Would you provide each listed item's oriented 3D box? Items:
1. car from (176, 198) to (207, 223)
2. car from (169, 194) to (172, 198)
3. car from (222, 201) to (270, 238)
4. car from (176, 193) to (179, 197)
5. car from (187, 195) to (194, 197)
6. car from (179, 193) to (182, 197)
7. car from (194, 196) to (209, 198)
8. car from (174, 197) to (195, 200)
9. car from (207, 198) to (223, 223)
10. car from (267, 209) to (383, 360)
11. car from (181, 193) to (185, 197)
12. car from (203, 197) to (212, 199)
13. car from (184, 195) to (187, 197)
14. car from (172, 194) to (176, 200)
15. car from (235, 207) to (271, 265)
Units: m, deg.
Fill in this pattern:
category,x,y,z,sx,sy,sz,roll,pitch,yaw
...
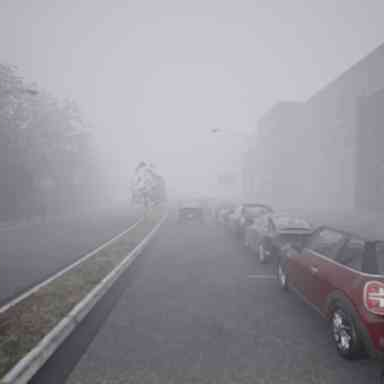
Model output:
category,x,y,z,sx,sy,sz,roll,pitch,yaw
car,-0.130,1.494,25.617,1.882,1.535,5.008,0,0,-2
car,-3.962,1.375,89.293,2.231,1.521,4.892,0,0,-11
car,3.057,1.372,17.237,2.185,1.767,4.553,1,0,0
car,-2.013,1.425,78.510,1.946,1.575,5.366,0,0,-9
car,0.859,1.483,56.249,2.231,1.521,4.892,0,0,-5
car,-1.167,1.445,73.010,1.946,1.575,5.366,0,0,-8
car,1.848,1.369,45.147,2.185,1.767,4.553,0,0,-4
car,-0.991,1.610,42.823,1.895,1.301,4.718,0,0,-4
car,2.768,1.531,28.541,2.163,1.488,4.792,0,0,-2
car,3.052,1.363,6.138,2.185,1.767,4.553,0,0,0
car,-0.395,1.463,67.308,2.097,1.535,5.008,0,0,-7
car,2.527,1.541,34.064,2.002,1.452,4.674,0,0,-3
car,0.260,1.473,61.779,2.097,1.535,5.008,0,0,-6
car,-2.937,1.153,83.840,2.435,2.045,5.566,0,0,-10
car,3.054,1.494,11.709,2.231,1.521,4.892,0,0,0
